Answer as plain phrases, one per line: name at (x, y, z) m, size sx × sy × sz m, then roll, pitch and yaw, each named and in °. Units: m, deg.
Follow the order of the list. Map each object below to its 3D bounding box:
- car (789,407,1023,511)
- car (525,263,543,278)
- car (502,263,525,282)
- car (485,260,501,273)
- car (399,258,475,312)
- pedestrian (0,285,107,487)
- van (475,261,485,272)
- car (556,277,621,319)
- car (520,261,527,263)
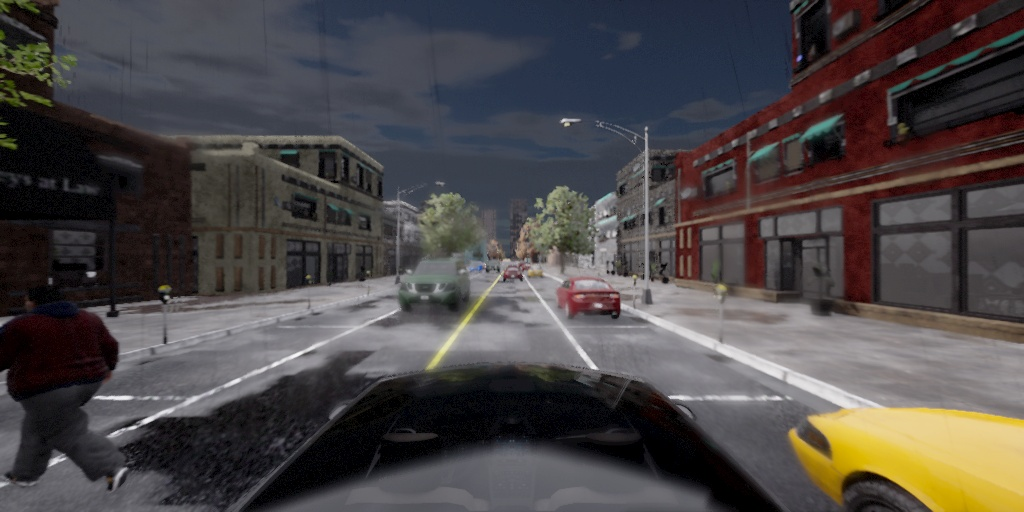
car at (3.000, 1.190, 0.409) m, size 1.801 × 1.575 × 5.366 m, roll 0°, pitch -1°, yaw 0°
car at (2.686, 1.752, 41.237) m, size 1.751 × 1.417 × 4.829 m, roll 0°, pitch 0°, yaw 0°
car at (0.085, 1.676, 34.772) m, size 1.812 × 1.442 × 4.674 m, roll 0°, pitch -1°, yaw 0°
car at (-3.013, 1.697, 58.366) m, size 2.150 × 2.045 × 5.566 m, roll 0°, pitch -1°, yaw 0°
car at (-3.099, 1.135, 15.543) m, size 2.150 × 2.045 × 5.566 m, roll 0°, pitch 0°, yaw 0°
pedestrian at (-3.862, 1.061, 3.036) m, size 0.375 × 1.860 × 0.375 m, roll -1°, pitch 0°, yaw -3°
van at (-5.699, 1.769, 57.696) m, size 1.690 × 1.789 × 3.998 m, roll 0°, pitch 0°, yaw 0°
car at (2.691, 1.437, 13.349) m, size 1.888 × 1.381 × 4.507 m, roll 0°, pitch 0°, yaw 0°
car at (2.680, 2.040, 63.242) m, size 1.888 × 1.381 × 4.507 m, roll 0°, pitch 0°, yaw 0°
